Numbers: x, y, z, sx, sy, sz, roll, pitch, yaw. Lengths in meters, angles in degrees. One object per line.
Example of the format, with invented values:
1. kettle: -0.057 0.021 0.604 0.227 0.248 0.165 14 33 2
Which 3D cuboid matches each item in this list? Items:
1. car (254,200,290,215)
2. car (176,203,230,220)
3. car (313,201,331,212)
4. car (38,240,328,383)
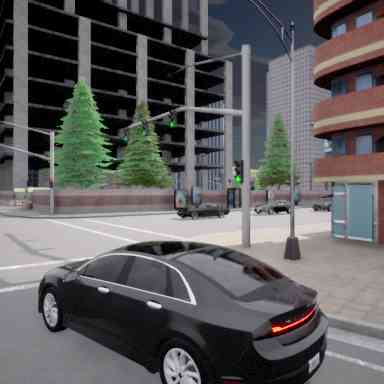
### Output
1. car: 8.582 1.547 34.515 4.902 1.511 2.128 0 0 -36
2. car: 0.994 1.656 29.092 4.718 1.301 1.895 0 0 -36
3. car: 16.675 1.407 40.274 4.553 1.767 2.097 0 0 -35
4. car: -0.562 1.505 5.030 4.892 1.490 1.837 0 0 41
